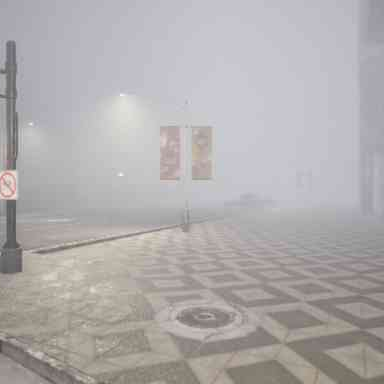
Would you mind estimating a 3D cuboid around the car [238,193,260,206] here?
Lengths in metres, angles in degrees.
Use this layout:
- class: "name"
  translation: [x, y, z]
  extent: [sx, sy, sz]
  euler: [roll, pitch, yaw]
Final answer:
- class: "car"
  translation: [9.811, 1.183, 56.612]
  extent: [2.150, 2.045, 5.566]
  euler: [0, 0, 26]

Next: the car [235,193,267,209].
- class: "car"
  translation: [8.202, 1.189, 45.830]
  extent: [2.150, 2.045, 5.566]
  euler: [0, 0, 26]

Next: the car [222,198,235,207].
- class: "car"
  translation: [6.150, 1.571, 49.048]
  extent: [1.895, 1.301, 4.718]
  euler: [0, 0, 27]

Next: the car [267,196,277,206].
- class: "car"
  translation: [12.719, 1.449, 55.159]
  extent: [2.128, 1.511, 4.902]
  euler: [0, 0, 26]
